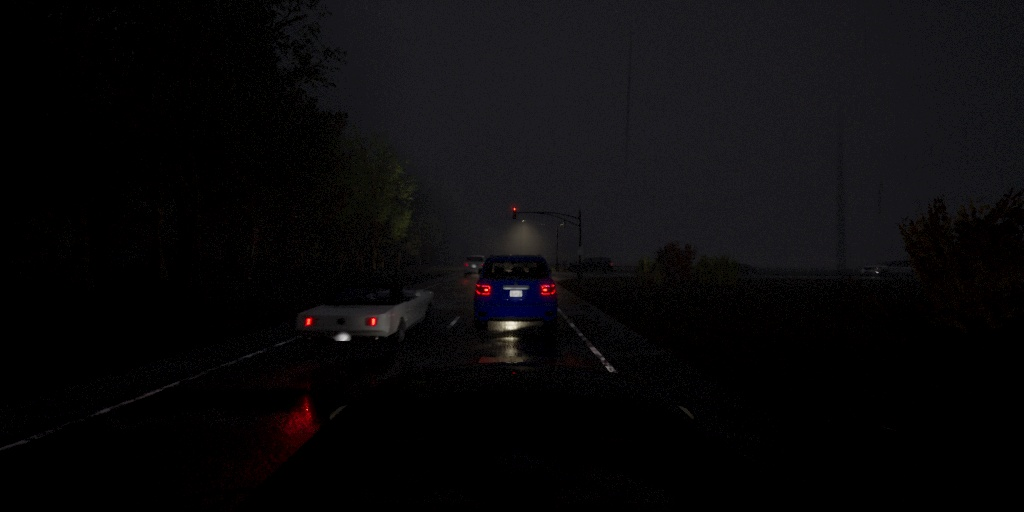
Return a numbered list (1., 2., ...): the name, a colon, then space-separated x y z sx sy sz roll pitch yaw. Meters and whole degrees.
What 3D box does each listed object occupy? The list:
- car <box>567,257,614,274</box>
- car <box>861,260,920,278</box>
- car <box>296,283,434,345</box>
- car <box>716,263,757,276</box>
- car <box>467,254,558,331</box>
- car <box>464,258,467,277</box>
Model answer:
1. car: 9.444 1.146 43.268 5.566 2.045 2.150 1 -1 11
2. car: 44.782 1.518 42.364 5.566 2.045 2.150 1 -1 1
3. car: -3.405 1.352 9.442 1.895 1.301 4.718 0 0 0
4. car: 26.275 1.600 42.454 4.892 1.490 1.837 1 -1 0
5. car: 0.094 0.975 11.117 2.150 2.045 5.566 0 0 0
6. car: -3.426 0.980 35.342 2.150 2.045 5.566 0 0 0
